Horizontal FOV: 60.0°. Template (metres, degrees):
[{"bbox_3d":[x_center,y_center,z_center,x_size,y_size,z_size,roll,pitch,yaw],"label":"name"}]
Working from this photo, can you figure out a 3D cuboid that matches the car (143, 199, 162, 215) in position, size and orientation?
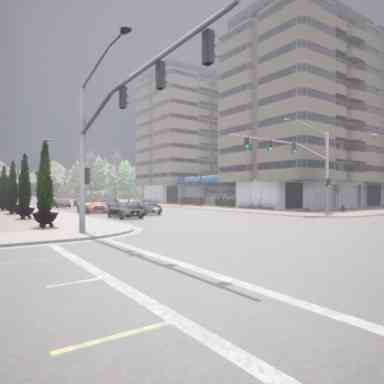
[{"bbox_3d":[-4.730,1.495,33.041,2.128,1.511,4.902,0,0,-35],"label":"car"}]

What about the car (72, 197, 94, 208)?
[{"bbox_3d":[-16.471,1.507,49.992,1.837,1.490,4.892,0,0,-35],"label":"car"}]

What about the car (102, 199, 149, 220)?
[{"bbox_3d":[-5.710,1.566,28.319,1.994,1.385,4.181,0,0,-35],"label":"car"}]

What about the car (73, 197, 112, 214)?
[{"bbox_3d":[-10.662,1.355,35.455,2.097,1.767,4.553,0,0,-35],"label":"car"}]

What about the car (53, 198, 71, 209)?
[{"bbox_3d":[-18.260,1.528,46.423,1.812,1.442,4.674,0,0,-35],"label":"car"}]
